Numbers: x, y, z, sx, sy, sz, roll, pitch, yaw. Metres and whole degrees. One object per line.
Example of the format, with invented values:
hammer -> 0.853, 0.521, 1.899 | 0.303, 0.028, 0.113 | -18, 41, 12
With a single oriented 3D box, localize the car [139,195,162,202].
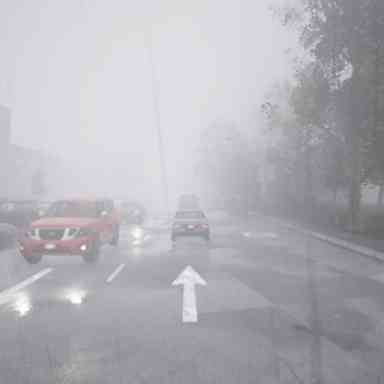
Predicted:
car -> -10.649, 1.734, 85.277 | 5.366, 1.575, 1.946 | -1, 0, -21

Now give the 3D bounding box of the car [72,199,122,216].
car -> -9.792, 1.566, 34.328 | 4.792, 1.488, 2.163 | -1, 0, -21

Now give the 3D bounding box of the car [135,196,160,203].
car -> -10.150, 1.694, 76.398 | 5.366, 1.575, 1.946 | -1, -1, -21

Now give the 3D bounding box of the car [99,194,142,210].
car -> -9.932, 1.317, 46.345 | 5.566, 2.045, 2.435 | -1, -1, -21

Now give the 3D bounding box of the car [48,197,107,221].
car -> -9.723, 1.400, 28.313 | 4.553, 1.767, 2.185 | -1, 0, -21

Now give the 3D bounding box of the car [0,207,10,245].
car -> -9.578, 1.548, 13.291 | 4.674, 1.452, 2.002 | -1, 0, -21

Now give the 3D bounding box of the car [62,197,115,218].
car -> -9.755, 1.405, 31.315 | 4.553, 1.767, 2.185 | -1, 0, -21

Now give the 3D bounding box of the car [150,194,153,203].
car -> -10.112, 1.667, 61.330 | 4.674, 1.452, 2.002 | -1, -1, -21

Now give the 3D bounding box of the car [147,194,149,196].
car -> -10.072, 1.476, 55.319 | 4.553, 1.767, 2.185 | -1, 0, -21

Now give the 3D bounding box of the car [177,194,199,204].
car -> -0.420, 1.268, 36.681 | 2.150, 2.045, 5.566 | 0, 0, -1

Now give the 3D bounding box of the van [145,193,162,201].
van -> -10.788, 1.444, 94.290 | 4.442, 1.987, 1.878 | -1, 1, -21

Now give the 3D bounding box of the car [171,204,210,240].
car -> -0.097, 1.565, 17.061 | 2.033, 1.411, 5.357 | 0, 0, -1

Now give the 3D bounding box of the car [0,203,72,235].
car -> -9.643, 1.514, 19.293 | 5.008, 1.535, 2.097 | -1, 0, -21

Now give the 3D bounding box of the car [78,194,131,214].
car -> -9.826, 1.291, 37.329 | 5.566, 2.045, 2.435 | -1, 0, -21

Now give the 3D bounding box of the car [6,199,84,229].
car -> -9.720, 1.393, 22.296 | 4.553, 1.767, 2.185 | -1, 0, -21

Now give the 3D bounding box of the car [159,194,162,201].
car -> -10.103, 1.679, 73.397 | 5.366, 1.575, 1.946 | -1, -1, -21

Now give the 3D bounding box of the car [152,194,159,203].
car -> -10.239, 1.671, 70.330 | 4.892, 1.521, 2.231 | -1, -1, -21

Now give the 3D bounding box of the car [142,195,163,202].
car -> -10.549, 1.717, 88.347 | 5.008, 1.535, 2.097 | -1, 0, -21

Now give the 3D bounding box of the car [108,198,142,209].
car -> -9.969, 1.618, 49.322 | 4.674, 1.452, 2.002 | -1, 0, -21

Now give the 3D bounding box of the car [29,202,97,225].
car -> -9.721, 1.562, 25.304 | 4.674, 1.452, 2.002 | -1, 0, -21

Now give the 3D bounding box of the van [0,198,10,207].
van -> -9.723, 1.287, 16.247 | 4.442, 1.987, 1.878 | -1, 0, -21

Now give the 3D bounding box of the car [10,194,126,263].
car -> -4.184, 1.234, 12.465 | 2.150, 2.045, 5.566 | 0, 0, -1

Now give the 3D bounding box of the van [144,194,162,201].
van -> -10.720, 1.469, 91.290 | 4.442, 1.987, 1.878 | -1, 1, -21

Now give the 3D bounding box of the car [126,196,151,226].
car -> -4.399, 1.382, 23.734 | 2.097, 1.767, 4.553 | 0, 0, 0

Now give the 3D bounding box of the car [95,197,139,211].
car -> -9.737, 1.553, 43.389 | 5.366, 1.575, 1.946 | -1, 0, -21

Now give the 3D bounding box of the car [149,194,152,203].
car -> -10.046, 1.642, 58.339 | 4.792, 1.488, 2.163 | -1, -1, -21
